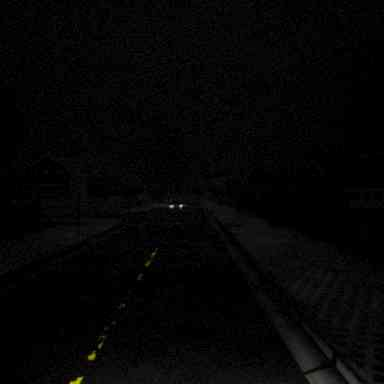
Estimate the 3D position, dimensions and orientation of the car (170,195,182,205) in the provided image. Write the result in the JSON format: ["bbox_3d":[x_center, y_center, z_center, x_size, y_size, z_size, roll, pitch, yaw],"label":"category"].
[{"bbox_3d":[-2.755,1.342,58.829,2.097,1.767,4.553,0,-1,0],"label":"car"}]
